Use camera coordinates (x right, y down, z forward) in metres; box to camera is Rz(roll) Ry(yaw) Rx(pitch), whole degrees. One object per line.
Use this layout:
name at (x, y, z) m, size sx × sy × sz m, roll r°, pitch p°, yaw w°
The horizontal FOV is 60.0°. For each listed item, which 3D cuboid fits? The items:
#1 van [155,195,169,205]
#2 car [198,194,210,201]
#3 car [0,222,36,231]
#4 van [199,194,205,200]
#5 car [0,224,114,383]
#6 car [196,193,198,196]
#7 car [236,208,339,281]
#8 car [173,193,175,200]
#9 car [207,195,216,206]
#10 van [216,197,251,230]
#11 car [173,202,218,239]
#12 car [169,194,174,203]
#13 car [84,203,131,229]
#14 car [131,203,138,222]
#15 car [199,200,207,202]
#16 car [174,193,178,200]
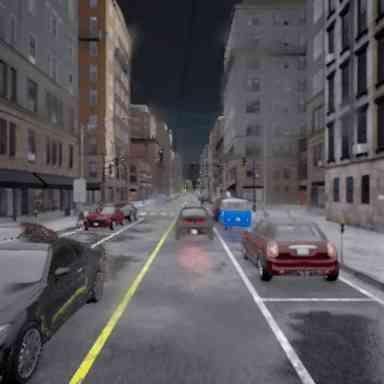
van at (-5.393, 1.344, 58.357) m, size 1.690 × 1.788 × 3.998 m, roll 0°, pitch 0°, yaw 0°
car at (2.721, 1.319, 63.763) m, size 2.192 × 1.841 × 5.009 m, roll 0°, pitch 0°, yaw 0°
car at (-5.385, 1.584, 9.860) m, size 1.802 × 1.307 × 4.206 m, roll 0°, pitch 0°, yaw 0°
van at (2.703, 1.342, 90.795) m, size 1.690 × 1.788 × 3.998 m, roll 0°, pitch 0°, yaw 0°
car at (-2.813, 1.527, 5.502) m, size 1.812 × 1.442 × 4.674 m, roll 0°, pitch 0°, yaw 0°
car at (2.707, 1.316, 85.388) m, size 2.192 × 1.841 × 5.009 m, roll 0°, pitch 0°, yaw 0°
car at (2.640, 1.443, 9.859) m, size 1.967 × 1.590 × 4.097 m, roll 0°, pitch 0°, yaw 0°
car at (-5.384, 1.547, 74.576) m, size 1.887 × 1.381 × 4.507 m, roll 0°, pitch 0°, yaw 0°
car at (2.644, 1.320, 26.392) m, size 2.192 × 1.841 × 5.009 m, roll 0°, pitch 0°, yaw 0°
van at (2.643, 1.346, 20.880) m, size 1.690 × 1.788 × 3.998 m, roll 0°, pitch 0°, yaw 0°
car at (0.104, 1.510, 17.171) m, size 1.837 × 1.490 × 4.892 m, roll 0°, pitch 0°, yaw 0°
car at (-5.387, 1.568, 69.170) m, size 1.947 × 1.339 × 4.313 m, roll 0°, pitch 0°, yaw 0°
car at (-5.382, 1.549, 20.883) m, size 1.887 × 1.381 × 4.507 m, roll 0°, pitch 0°, yaw 0°
car at (-5.381, 1.570, 26.394) m, size 1.947 × 1.339 × 4.313 m, roll 0°, pitch 0°, yaw 0°
car at (0.074, 1.606, 27.609) m, size 1.895 × 1.301 × 4.718 m, roll 0°, pitch 0°, yaw -1°
car at (-5.376, 1.525, 90.626) m, size 1.752 × 1.417 × 4.829 m, roll 0°, pitch 0°, yaw 0°
